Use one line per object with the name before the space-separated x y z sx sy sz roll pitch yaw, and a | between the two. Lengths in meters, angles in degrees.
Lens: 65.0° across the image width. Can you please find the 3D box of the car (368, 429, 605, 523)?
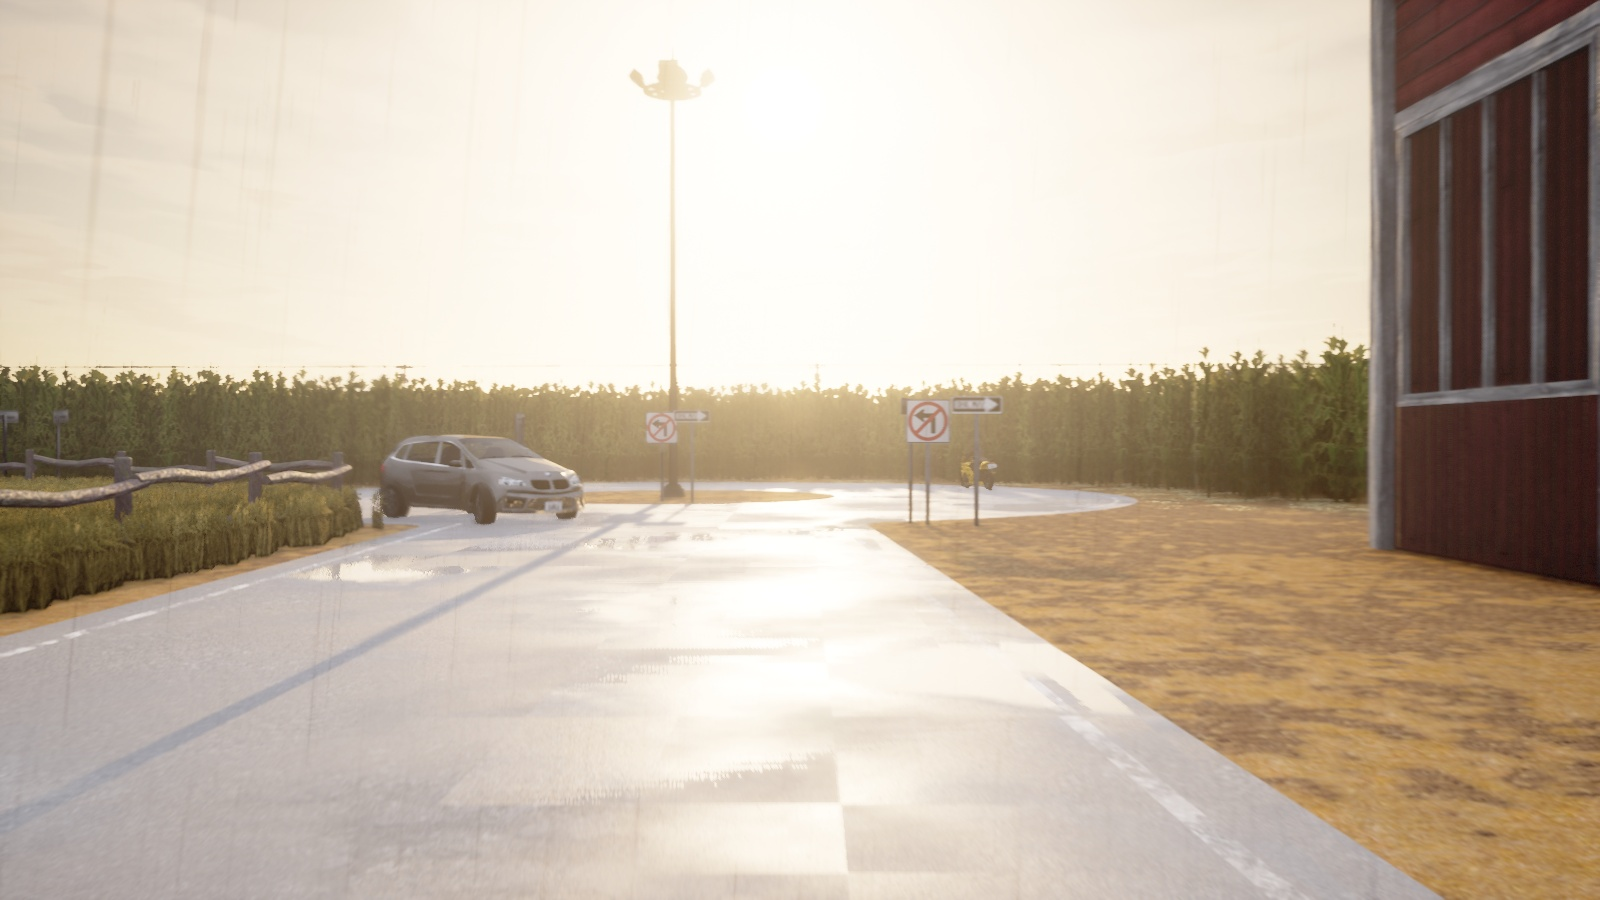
car | -6.209 0.450 24.611 4.611 1.667 2.242 0 0 41

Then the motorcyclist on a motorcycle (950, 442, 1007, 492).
motorcyclist on a motorcycle | 5.606 0.507 39.512 0.797 1.523 2.044 -2 1 -23
